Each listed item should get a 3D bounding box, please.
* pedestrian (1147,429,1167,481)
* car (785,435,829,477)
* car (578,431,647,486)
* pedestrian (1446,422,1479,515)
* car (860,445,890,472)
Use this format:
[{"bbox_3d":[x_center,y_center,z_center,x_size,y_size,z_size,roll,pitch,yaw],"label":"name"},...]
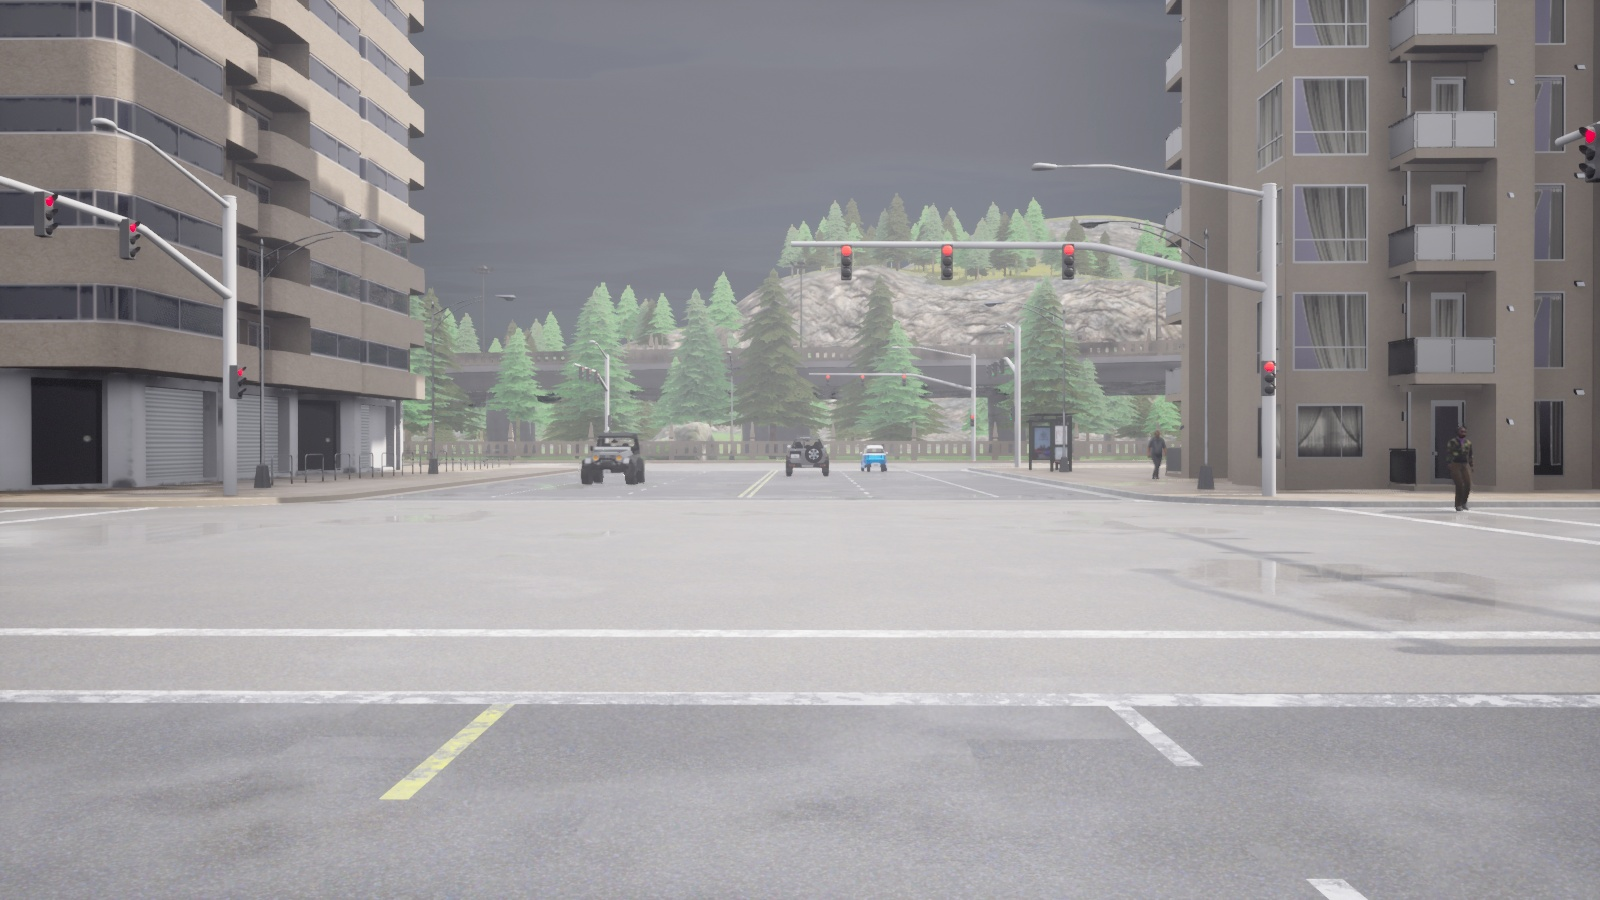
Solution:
[{"bbox_3d":[12.774,0.162,44.938,0.540,1.848,0.694,0,0,-1],"label":"pedestrian"},{"bbox_3d":[0.339,0.239,57.491,1.932,1.855,4.605,0,0,0],"label":"car"},{"bbox_3d":[-6.729,0.280,45.450,1.905,1.878,3.866,0,0,0],"label":"car"},{"bbox_3d":[13.887,0.377,26.337,0.395,1.930,0.692,0,0,8],"label":"pedestrian"},{"bbox_3d":[3.885,0.436,65.278,1.481,1.376,2.207,0,1,1],"label":"car"}]
